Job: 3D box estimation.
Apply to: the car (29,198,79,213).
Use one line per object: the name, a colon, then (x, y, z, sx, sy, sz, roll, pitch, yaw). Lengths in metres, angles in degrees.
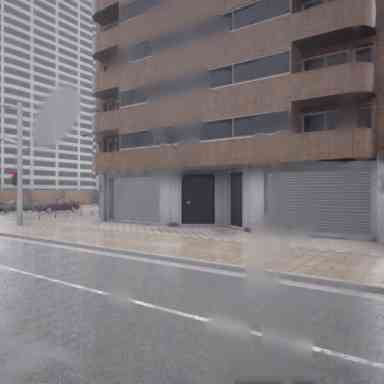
car: (-15.167, 1.477, 37.575, 1.882, 1.535, 5.008, 0, 0, 35)

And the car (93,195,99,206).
car: (-11.749, 1.563, 48.624, 1.994, 1.385, 4.181, 0, 0, 35)

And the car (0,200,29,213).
car: (-19.538, 1.547, 37.414, 2.033, 1.411, 5.357, 0, 0, 35)
